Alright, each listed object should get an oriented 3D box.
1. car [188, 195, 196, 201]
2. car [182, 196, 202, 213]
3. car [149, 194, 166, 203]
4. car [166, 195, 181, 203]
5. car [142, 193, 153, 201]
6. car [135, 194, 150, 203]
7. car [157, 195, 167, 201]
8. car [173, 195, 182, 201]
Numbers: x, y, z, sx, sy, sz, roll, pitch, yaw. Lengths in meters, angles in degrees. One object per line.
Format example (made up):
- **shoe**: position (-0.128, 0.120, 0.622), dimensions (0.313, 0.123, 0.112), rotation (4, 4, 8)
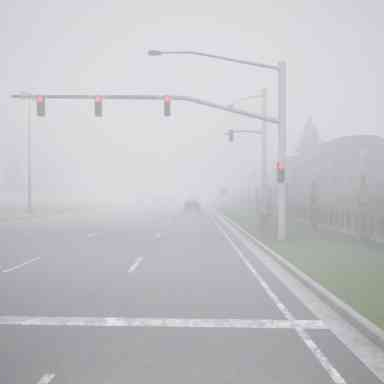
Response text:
- **car**: position (0.019, 1.356, 78.530), dimensions (1.812, 1.442, 4.674), rotation (0, 0, 0)
- **car**: position (0.009, 1.504, 37.497), dimensions (1.837, 1.490, 4.892), rotation (0, 0, 0)
- **car**: position (-6.984, 1.477, 68.112), dimensions (1.882, 1.535, 5.008), rotation (0, 0, 0)
- **car**: position (-3.484, 1.491, 68.111), dimensions (2.128, 1.511, 4.902), rotation (0, 0, 0)
- **car**: position (-10.481, 1.187, 78.503), dimensions (2.097, 1.767, 4.553), rotation (0, 0, 0)
- **car**: position (-10.484, 1.564, 68.496), dimensions (1.994, 1.385, 4.181), rotation (0, 0, 0)
- **car**: position (-6.981, 1.385, 78.532), dimensions (1.994, 1.385, 4.181), rotation (0, 0, 0)
- **car**: position (-3.481, 1.427, 78.561), dimensions (1.895, 1.301, 4.718), rotation (0, 0, 0)
